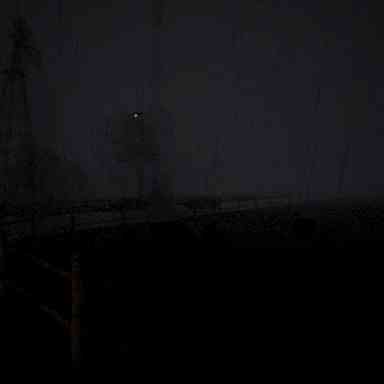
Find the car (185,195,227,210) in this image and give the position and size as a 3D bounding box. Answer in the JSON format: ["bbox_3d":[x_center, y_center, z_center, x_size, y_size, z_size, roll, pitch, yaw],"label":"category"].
[{"bbox_3d":[1.310,1.055,34.925,1.882,1.535,5.008,1,2,35],"label":"car"}]

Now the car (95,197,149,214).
[{"bbox_3d":[-6.276,1.155,30.458,2.033,1.411,5.357,1,2,35],"label":"car"}]

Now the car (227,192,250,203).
[{"bbox_3d":[6.816,0.790,48.850,1.882,1.535,5.008,1,1,36],"label":"car"}]
